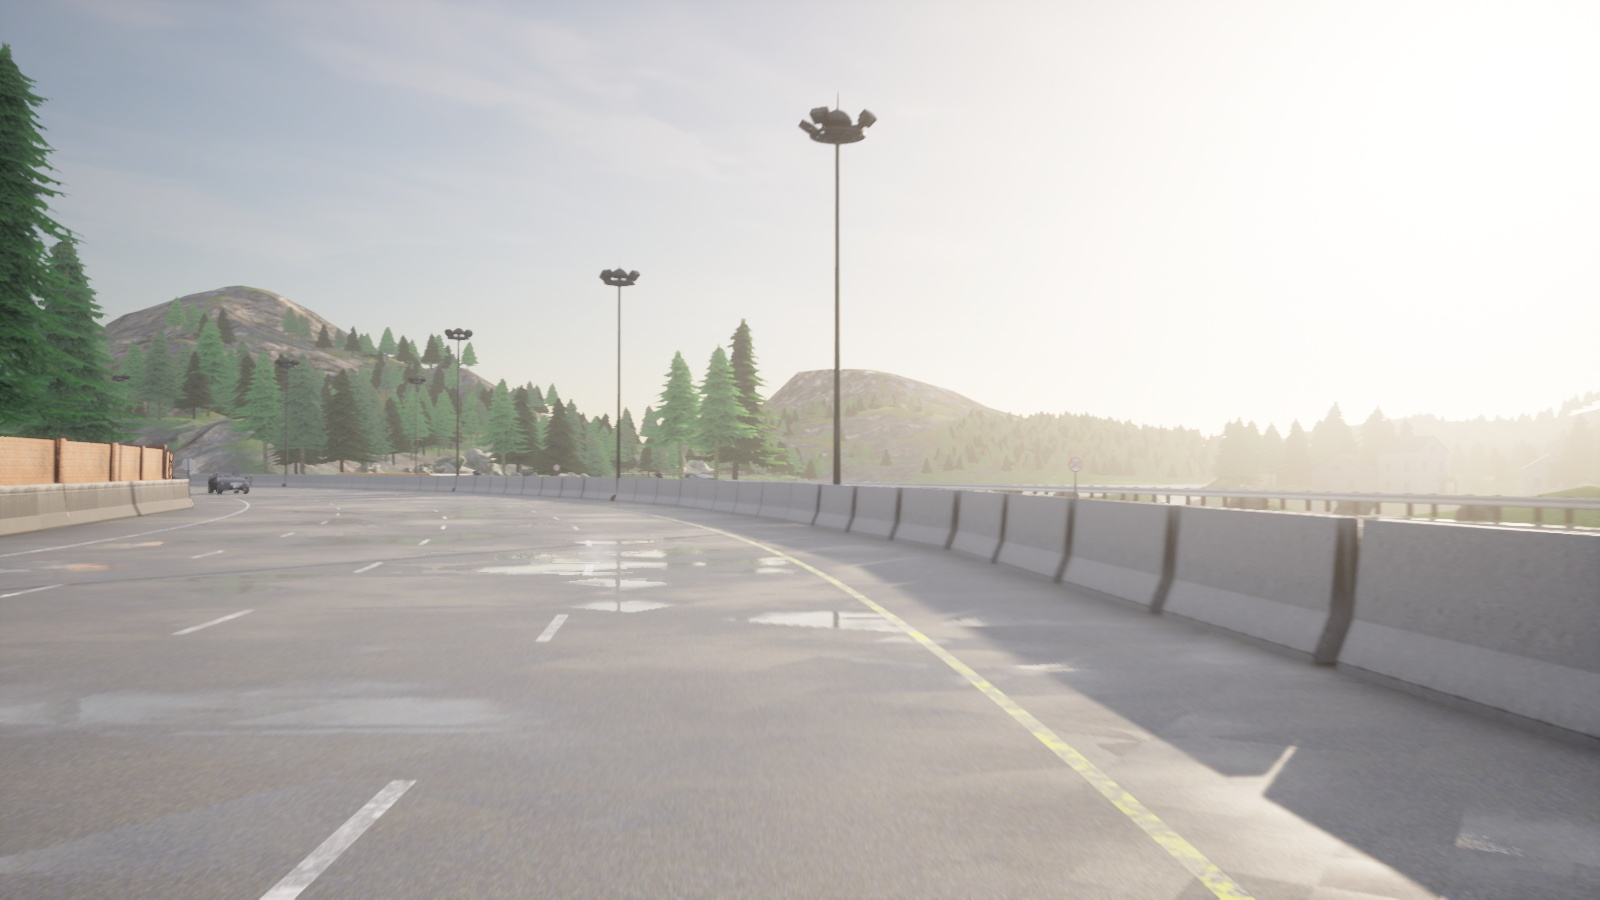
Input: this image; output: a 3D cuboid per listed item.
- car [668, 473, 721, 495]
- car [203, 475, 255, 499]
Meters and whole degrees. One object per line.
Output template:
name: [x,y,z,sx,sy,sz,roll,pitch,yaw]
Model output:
car: [-7.343,2.340,87.077,1.812,1.442,4.674,0,-1,-31]
car: [-36.972,2.366,81.260,2.128,1.511,4.902,0,-1,-35]
